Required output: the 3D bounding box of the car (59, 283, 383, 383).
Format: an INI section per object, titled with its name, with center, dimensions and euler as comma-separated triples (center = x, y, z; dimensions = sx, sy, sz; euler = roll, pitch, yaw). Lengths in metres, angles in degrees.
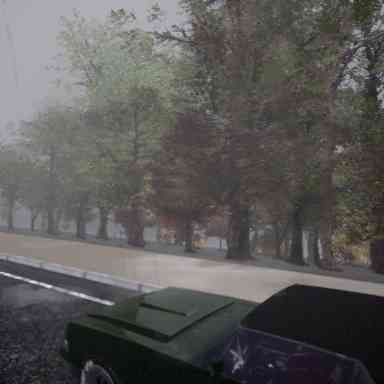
[car]
center = 0.878, 1.604, 3.060
dimensions = 4.718, 1.301, 1.895
euler = 0, 0, 35
